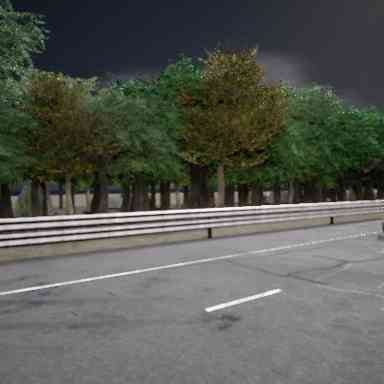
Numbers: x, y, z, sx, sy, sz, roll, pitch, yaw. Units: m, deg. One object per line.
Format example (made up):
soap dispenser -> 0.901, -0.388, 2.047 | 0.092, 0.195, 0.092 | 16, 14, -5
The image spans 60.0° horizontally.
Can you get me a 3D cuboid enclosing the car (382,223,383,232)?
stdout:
car -> 10.897, 1.390, 15.819 | 4.181, 1.385, 1.994 | -1, 0, -36
